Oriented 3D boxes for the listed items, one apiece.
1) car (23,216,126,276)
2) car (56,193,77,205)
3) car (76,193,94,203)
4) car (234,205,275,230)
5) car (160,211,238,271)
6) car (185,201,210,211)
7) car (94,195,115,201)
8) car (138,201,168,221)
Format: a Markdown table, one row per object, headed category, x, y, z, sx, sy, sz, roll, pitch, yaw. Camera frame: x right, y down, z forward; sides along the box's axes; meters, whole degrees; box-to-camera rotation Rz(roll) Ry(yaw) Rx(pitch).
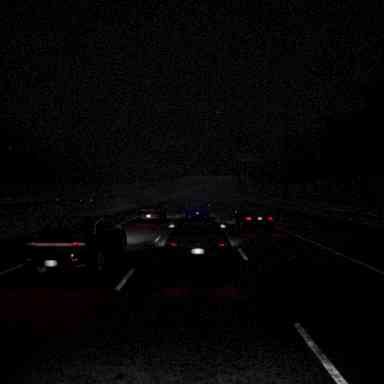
| category | x | y | z | sx | sy | sz | roll | pitch | yaw |
| --- | --- | --- | --- | --- | --- | --- | --- | --- | --- |
| car | -3.331 | 1.477 | 10.327 | 2.128 | 1.511 | 4.902 | 0 | 0 | 1 |
| car | -19.780 | 1.122 | 53.522 | 2.150 | 2.045 | 5.566 | 0 | 0 | 3 |
| car | -16.283 | 1.259 | 53.416 | 2.097 | 1.767 | 4.553 | 0 | 0 | 3 |
| car | 3.819 | 1.524 | 20.975 | 2.033 | 1.411 | 5.357 | 0 | 0 | 1 |
| car | 0.176 | 1.551 | 10.886 | 1.994 | 1.385 | 4.181 | 0 | 0 | 1 |
| car | 0.471 | 1.443 | 27.655 | 1.882 | 1.535 | 5.008 | 0 | 0 | 1 |
| car | -12.887 | 1.465 | 51.489 | 2.033 | 1.411 | 5.357 | 0 | 0 | 3 |
| car | -3.064 | 1.470 | 26.286 | 1.837 | 1.490 | 4.892 | 0 | 0 | 1 |
